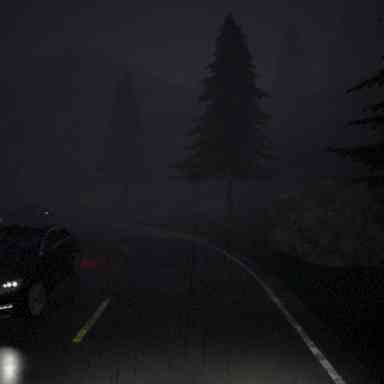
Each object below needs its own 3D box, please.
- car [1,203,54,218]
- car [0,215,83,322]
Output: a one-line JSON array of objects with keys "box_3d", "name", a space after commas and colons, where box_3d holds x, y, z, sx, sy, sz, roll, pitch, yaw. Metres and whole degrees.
[{"box_3d": [-12.938, 1.581, 26.197, 4.181, 1.385, 1.994, 0, 0, 24], "name": "car"}, {"box_3d": [-3.801, 1.497, 7.371, 2.128, 1.511, 4.902, 0, 0, -5], "name": "car"}]
